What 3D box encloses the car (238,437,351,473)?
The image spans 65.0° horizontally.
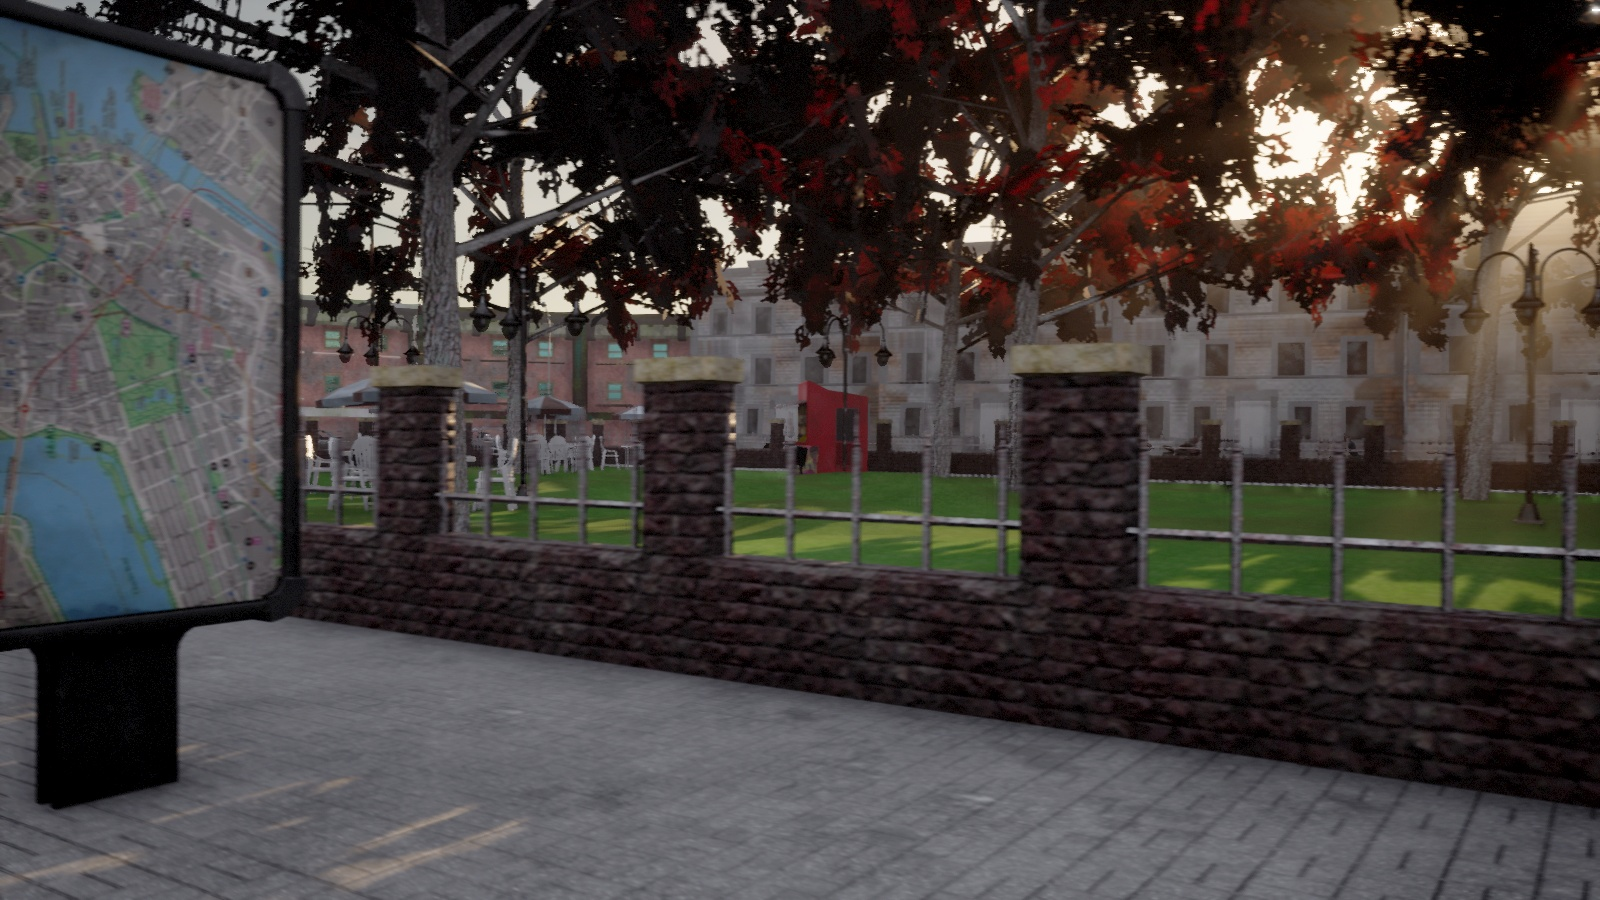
[{"bbox_3d":[-21.797,0.202,54.287,1.816,1.474,4.193,0,1,35],"label":"car"}]

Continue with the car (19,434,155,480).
[{"bbox_3d":[-26.623,0.229,47.017,1.851,1.617,3.988,0,1,34],"label":"car"}]

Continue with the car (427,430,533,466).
[{"bbox_3d":[-15.661,-0.120,61.467,4.611,1.667,2.242,-1,1,-26],"label":"car"}]
